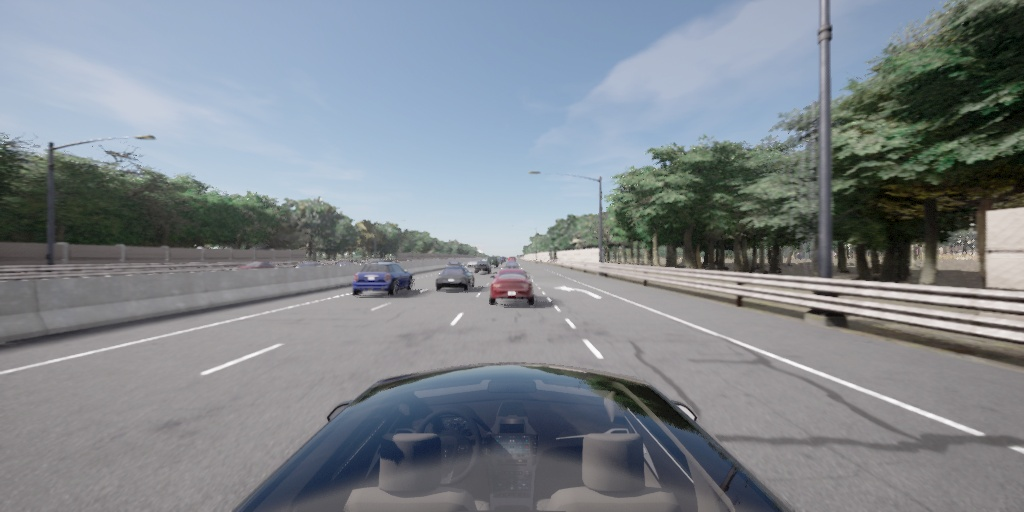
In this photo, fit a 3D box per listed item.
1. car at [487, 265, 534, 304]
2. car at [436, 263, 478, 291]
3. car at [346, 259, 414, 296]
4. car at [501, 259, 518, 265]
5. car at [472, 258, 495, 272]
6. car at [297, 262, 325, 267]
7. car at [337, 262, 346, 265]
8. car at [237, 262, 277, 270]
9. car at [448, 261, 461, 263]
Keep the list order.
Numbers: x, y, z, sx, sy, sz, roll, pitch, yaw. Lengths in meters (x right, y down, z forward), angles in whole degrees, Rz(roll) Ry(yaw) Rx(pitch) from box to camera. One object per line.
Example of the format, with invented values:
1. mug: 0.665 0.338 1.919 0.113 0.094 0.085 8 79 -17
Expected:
1. car: -0.008 1.310 16.451 1.812 1.442 4.674 0 0 0
2. car: -3.511 1.367 22.737 1.994 1.385 4.181 0 0 0
3. car: -7.009 1.146 19.988 2.097 1.767 4.553 0 0 0
4. car: -0.019 1.399 44.334 2.033 1.411 5.357 0 0 0
5. car: -3.520 1.358 44.340 1.837 1.490 4.892 0 0 0
6. car: -24.579 1.413 43.933 1.994 1.385 4.181 0 0 0
7. car: -21.070 1.416 45.598 1.994 1.385 4.181 0 0 1
8. car: -28.090 1.368 39.678 1.812 1.442 4.674 0 0 0
9. car: -7.018 1.343 44.341 2.128 1.511 4.902 0 0 0
